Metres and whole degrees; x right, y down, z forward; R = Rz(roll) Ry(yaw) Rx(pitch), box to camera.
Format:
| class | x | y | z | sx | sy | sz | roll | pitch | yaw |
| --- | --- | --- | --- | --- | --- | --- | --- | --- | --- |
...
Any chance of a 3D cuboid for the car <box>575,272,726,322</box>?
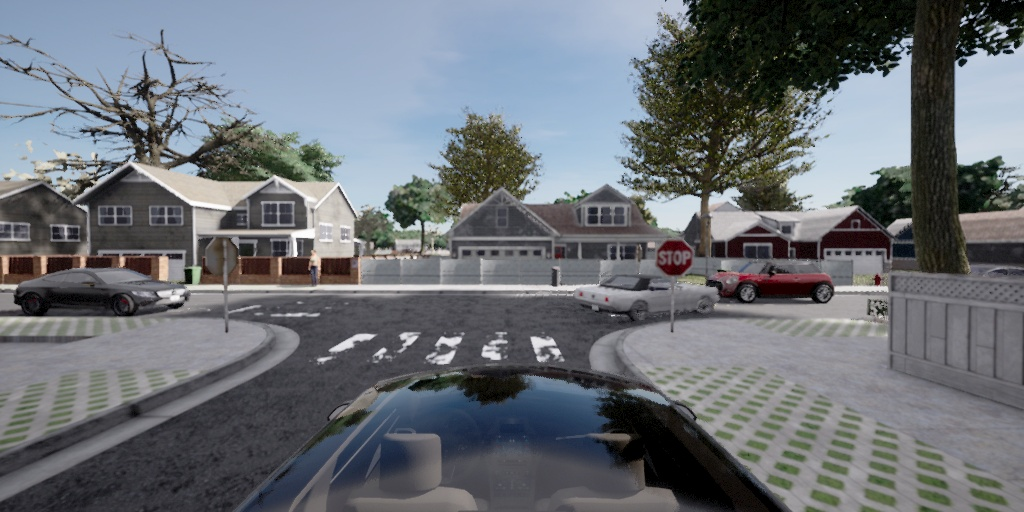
| class | x | y | z | sx | sy | sz | roll | pitch | yaw |
| --- | --- | --- | --- | --- | --- | --- | --- | --- | --- |
| car | 4.538 | 1.258 | 11.811 | 4.718 | 1.301 | 1.895 | 0 | 1 | -26 |

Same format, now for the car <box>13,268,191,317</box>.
| class | x | y | z | sx | sy | sz | roll | pitch | yaw |
| --- | --- | --- | --- | --- | --- | --- | --- | --- | --- |
| car | -13.357 | 1.110 | 11.789 | 4.674 | 1.442 | 1.812 | 0 | 1 | 1 |

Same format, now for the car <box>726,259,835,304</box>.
| class | x | y | z | sx | sy | sz | roll | pitch | yaw |
| --- | --- | --- | --- | --- | --- | --- | --- | --- | --- |
| car | 10.637 | 0.957 | 15.083 | 4.553 | 1.767 | 2.097 | 0 | 1 | -1 |

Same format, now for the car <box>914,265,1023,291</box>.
| class | x | y | z | sx | sy | sz | roll | pitch | yaw |
| --- | --- | --- | --- | --- | --- | --- | --- | --- | --- |
| car | 19.766 | 1.129 | 15.196 | 4.902 | 1.511 | 2.128 | 0 | 1 | -1 |

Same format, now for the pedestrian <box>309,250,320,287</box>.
| class | x | y | z | sx | sy | sz | roll | pitch | yaw |
| --- | --- | --- | --- | --- | --- | --- | --- | --- | --- |
| pedestrian | -9.808 | 0.602 | 17.734 | 0.375 | 1.860 | 0.375 | 0 | 1 | -1 |
